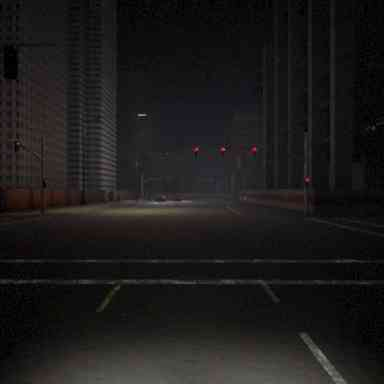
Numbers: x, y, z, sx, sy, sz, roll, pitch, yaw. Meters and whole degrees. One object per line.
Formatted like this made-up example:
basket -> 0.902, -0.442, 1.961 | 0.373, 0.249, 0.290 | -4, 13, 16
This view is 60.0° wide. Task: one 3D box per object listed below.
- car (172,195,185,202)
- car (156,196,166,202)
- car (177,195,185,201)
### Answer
car -> -3.180, 1.424, 71.638 | 1.882, 1.535, 5.008 | 0, 0, 1
car -> -6.680, 1.541, 71.663 | 1.895, 1.301, 4.718 | 0, 0, 1
car -> -2.931, 1.592, 87.389 | 1.895, 1.301, 4.718 | 0, 0, 1
